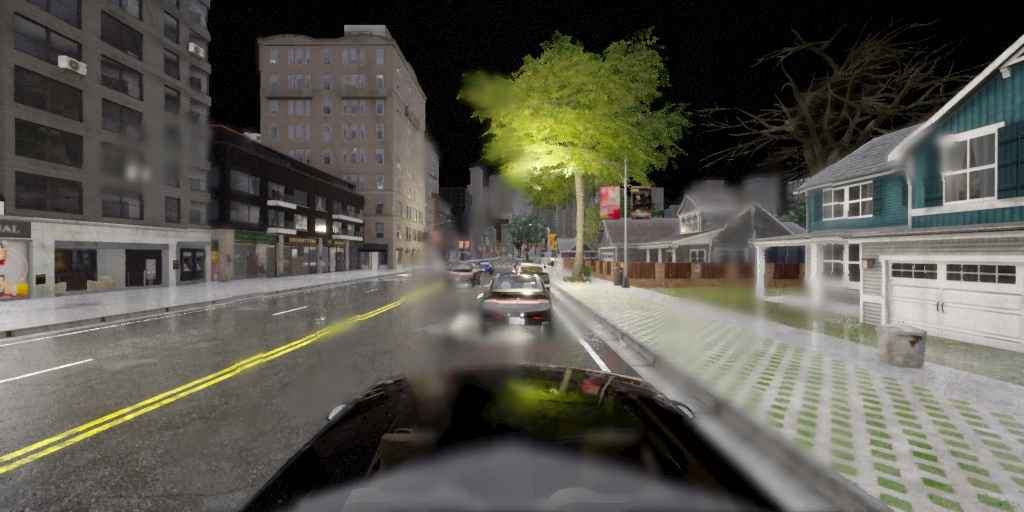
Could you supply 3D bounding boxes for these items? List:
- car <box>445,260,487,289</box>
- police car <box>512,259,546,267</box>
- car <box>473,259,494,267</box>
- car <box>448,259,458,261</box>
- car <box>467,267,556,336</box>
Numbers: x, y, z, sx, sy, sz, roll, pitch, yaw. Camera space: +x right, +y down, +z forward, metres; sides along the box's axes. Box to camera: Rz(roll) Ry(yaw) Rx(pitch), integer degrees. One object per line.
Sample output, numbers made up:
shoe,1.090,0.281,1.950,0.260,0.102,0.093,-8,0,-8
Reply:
car,-3.055,1.227,23.232,2.128,1.511,4.902,0,0,0
police car,1.059,1.164,20.633,1.930,1.638,5.238,0,0,0
car,-2.976,1.246,39.696,1.812,1.442,4.674,0,0,0
car,-9.576,1.209,57.940,1.837,1.490,4.892,0,-1,1
car,0.138,1.238,10.384,2.128,1.511,4.902,0,0,0
